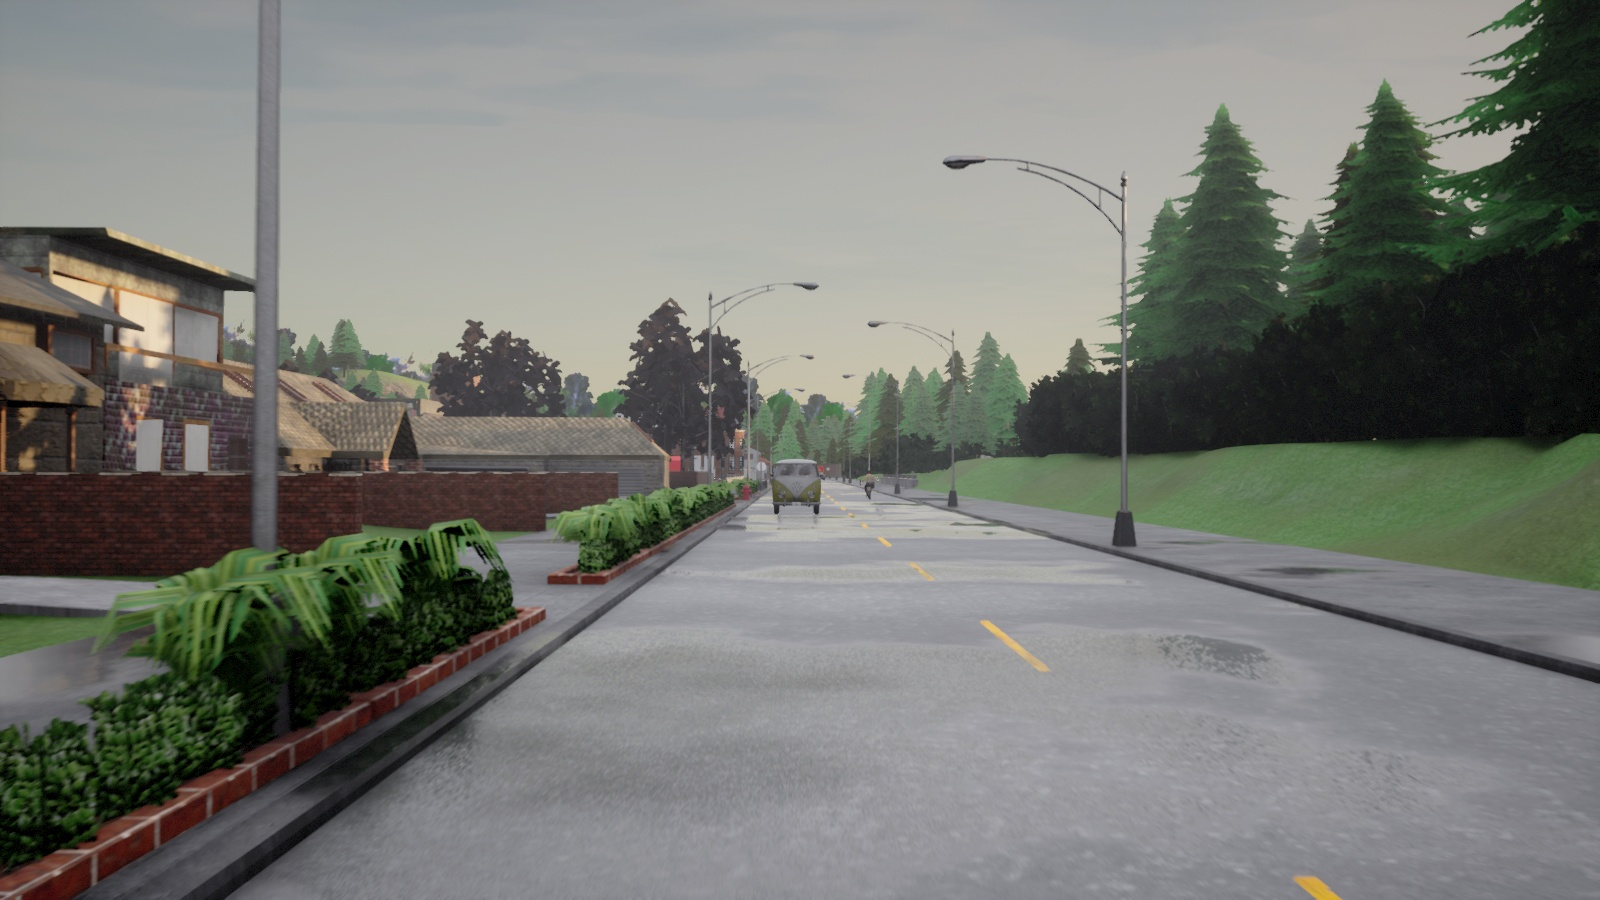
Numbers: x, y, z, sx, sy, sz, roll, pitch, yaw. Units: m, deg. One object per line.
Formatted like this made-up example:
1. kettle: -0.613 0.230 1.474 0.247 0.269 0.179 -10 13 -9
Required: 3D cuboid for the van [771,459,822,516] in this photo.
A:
1. van: -0.113 1.340 46.102 1.775 1.987 4.442 0 -1 0
